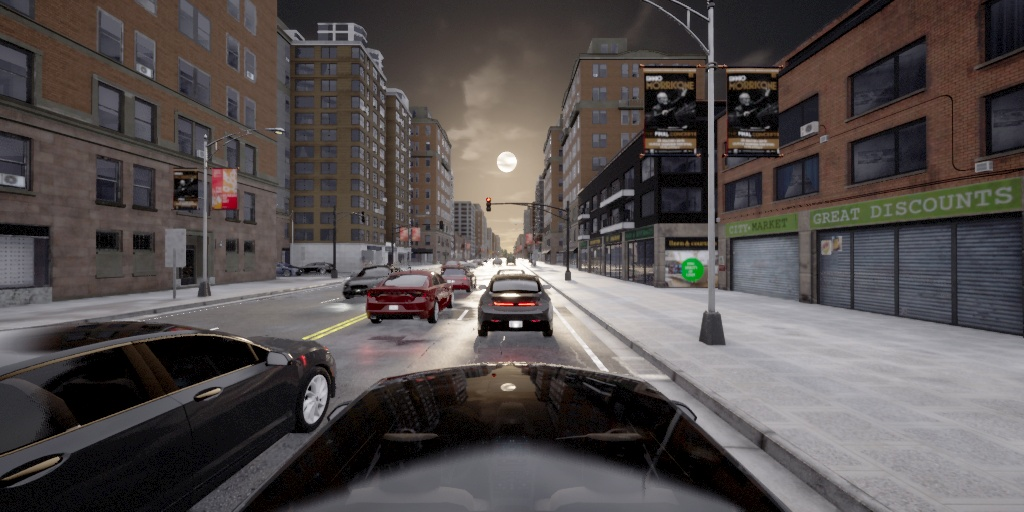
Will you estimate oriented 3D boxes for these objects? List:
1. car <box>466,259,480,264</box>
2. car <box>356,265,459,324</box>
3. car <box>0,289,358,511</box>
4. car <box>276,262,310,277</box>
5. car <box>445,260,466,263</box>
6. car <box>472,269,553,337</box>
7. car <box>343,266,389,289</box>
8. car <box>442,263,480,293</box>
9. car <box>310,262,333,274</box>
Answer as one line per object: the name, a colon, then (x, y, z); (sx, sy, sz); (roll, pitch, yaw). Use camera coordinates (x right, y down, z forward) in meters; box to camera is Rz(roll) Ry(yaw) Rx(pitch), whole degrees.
car: (-6.742, 1.374, 57.285); (1.895, 1.301, 4.718); (0, 0, 0)
car: (-3.179, 1.229, 12.083); (1.882, 1.535, 5.008); (0, 0, 0)
car: (-3.152, 1.255, 2.648); (1.837, 1.490, 4.892); (0, 0, 0)
car: (-22.726, 1.315, 35.224); (4.181, 1.385, 1.994); (0, 0, 0)
car: (-6.707, 1.239, 40.062); (1.882, 1.535, 5.008); (0, 0, 0)
car: (0.077, 1.256, 10.329); (1.837, 1.490, 4.892); (0, 0, 0)
car: (-6.647, 1.257, 17.880); (1.837, 1.490, 4.892); (0, 0, 0)
car: (-3.199, 1.317, 20.977); (1.994, 1.385, 4.181); (0, 0, -1)
car: (-22.256, 1.347, 40.704); (4.313, 1.339, 1.948); (0, 0, 0)
